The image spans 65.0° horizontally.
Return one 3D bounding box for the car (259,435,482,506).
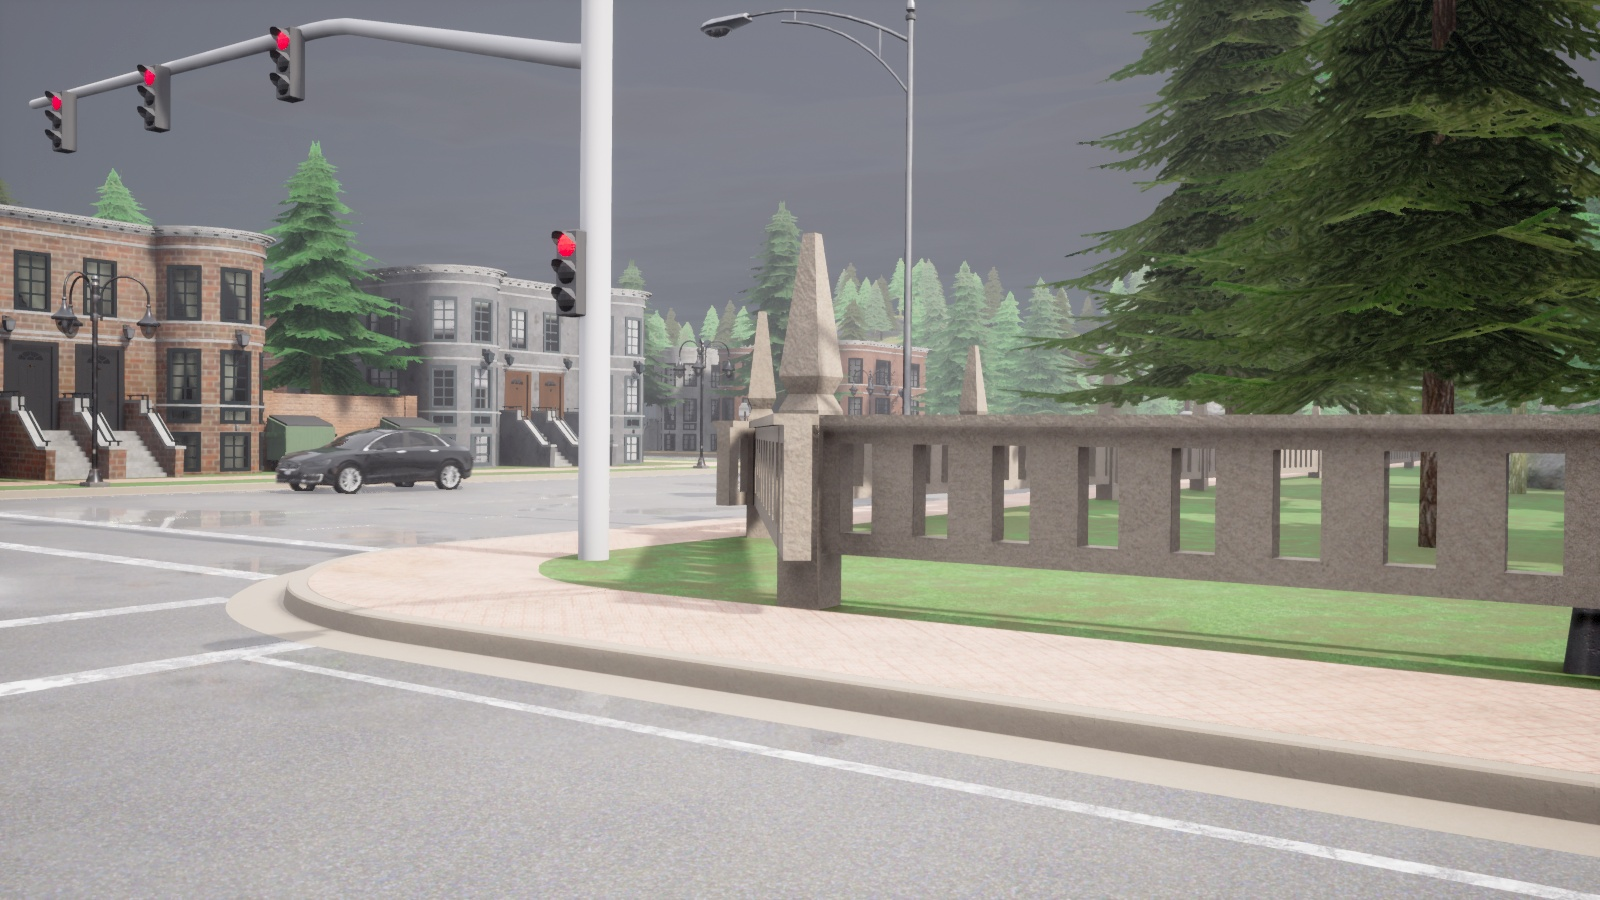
[{"bbox_3d":[-10.057,0.420,29.807,1.837,1.490,4.892,0,1,34],"label":"car"}]
